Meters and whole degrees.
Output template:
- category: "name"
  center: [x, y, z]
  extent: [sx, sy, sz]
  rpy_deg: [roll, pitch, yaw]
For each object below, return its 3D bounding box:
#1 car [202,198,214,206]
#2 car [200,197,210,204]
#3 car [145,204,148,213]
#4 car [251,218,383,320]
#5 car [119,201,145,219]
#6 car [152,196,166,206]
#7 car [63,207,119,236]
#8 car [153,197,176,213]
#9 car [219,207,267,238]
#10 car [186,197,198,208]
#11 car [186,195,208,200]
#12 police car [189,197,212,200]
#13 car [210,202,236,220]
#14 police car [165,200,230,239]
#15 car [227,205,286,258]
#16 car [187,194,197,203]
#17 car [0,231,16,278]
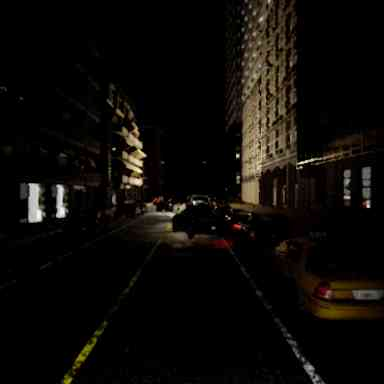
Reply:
- category: "car"
  center: [2.682, 1.685, 58.064]
  extent: [1.887, 1.381, 4.507]
  rpy_deg: [0, 0, 0]
- category: "car"
  center: [2.680, 1.724, 69.362]
  extent: [2.008, 1.369, 4.403]
  rpy_deg: [0, 0, 0]
- category: "car"
  center: [-5.696, 1.604, 35.300]
  extent: [1.752, 1.417, 4.829]
  rpy_deg: [0, 0, 0]
- category: "car"
  center: [2.689, 1.541, 7.398]
  extent: [1.752, 1.417, 4.829]
  rpy_deg: [0, 0, 0]
- category: "car"
  center: [-5.695, 1.631, 29.821]
  extent: [1.947, 1.339, 4.313]
  rpy_deg: [0, 0, 0]
- category: "car"
  center: [-5.699, 1.581, 58.064]
  extent: [1.967, 1.590, 4.097]
  rpy_deg: [0, 0, 0]
- category: "car"
  center: [-5.693, 1.590, 18.524]
  extent: [2.008, 1.369, 4.403]
  rpy_deg: [0, 0, 0]
- category: "car"
  center: [-3.099, 1.636, 38.900]
  extent: [2.033, 1.411, 5.357]
  rpy_deg: [0, 0, 0]
- category: "car"
  center: [2.687, 1.590, 18.526]
  extent: [2.008, 1.369, 4.403]
  rpy_deg: [0, 0, 0]
- category: "car"
  center: [-0.006, 1.631, 52.755]
  extent: [1.837, 1.490, 4.892]
  rpy_deg: [0, 0, 0]
- category: "car"
  center: [0.667, 1.299, 34.062]
  extent: [2.150, 2.045, 5.566]
  rpy_deg: [0, 0, -4]
- category: "police car"
  center: [0.897, 1.487, 28.146]
  extent: [1.930, 1.638, 5.238]
  rpy_deg: [0, 0, 0]
- category: "car"
  center: [2.686, 1.631, 29.822]
  extent: [1.947, 1.339, 4.313]
  rpy_deg: [0, 0, 0]
- category: "police car"
  center: [0.245, 1.463, 18.023]
  extent: [1.930, 1.638, 5.238]
  rpy_deg: [0, 0, -18]
- category: "car"
  center: [2.689, 1.467, 12.876]
  extent: [1.967, 1.590, 4.097]
  rpy_deg: [0, 0, 0]
- category: "car"
  center: [-0.010, 1.404, 69.768]
  extent: [2.097, 1.767, 4.553]
  rpy_deg: [0, 0, 0]
- category: "car"
  center: [-5.691, 1.455, 7.228]
  extent: [1.967, 1.590, 4.097]
  rpy_deg: [0, 0, 0]
